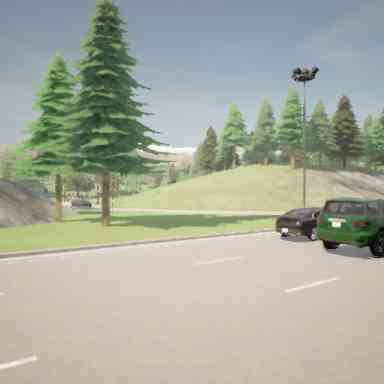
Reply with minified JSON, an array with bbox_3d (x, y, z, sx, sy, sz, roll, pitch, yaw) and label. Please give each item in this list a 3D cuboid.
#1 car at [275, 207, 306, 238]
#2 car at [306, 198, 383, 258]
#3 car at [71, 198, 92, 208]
[{"bbox_3d":[6.305,1.539,16.861,4.892,1.490,1.837,0,0,-35],"label":"car"},{"bbox_3d":[7.268,1.252,13.253,5.566,2.045,2.150,0,0,-35],"label":"car"},{"bbox_3d":[-16.123,1.595,48.560,1.994,1.385,4.181,0,0,-37],"label":"car"}]
